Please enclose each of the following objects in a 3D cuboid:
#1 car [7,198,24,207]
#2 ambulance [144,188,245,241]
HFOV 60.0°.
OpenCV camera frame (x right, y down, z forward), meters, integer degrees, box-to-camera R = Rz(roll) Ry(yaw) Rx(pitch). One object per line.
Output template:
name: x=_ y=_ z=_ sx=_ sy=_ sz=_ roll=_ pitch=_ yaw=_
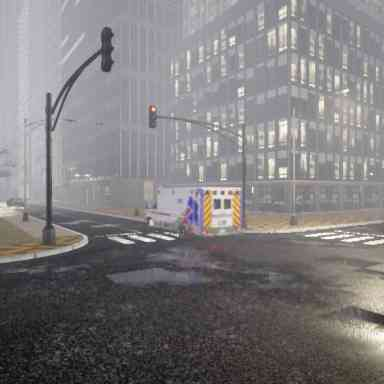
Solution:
car: x=-26.818 y=1.549 z=50.548 sx=2.033 sy=1.411 sz=5.357 roll=0 pitch=0 yaw=-35
ambulance: x=-0.288 y=1.030 z=16.995 sx=2.351 sy=2.431 sz=6.366 roll=0 pitch=0 yaw=-34
